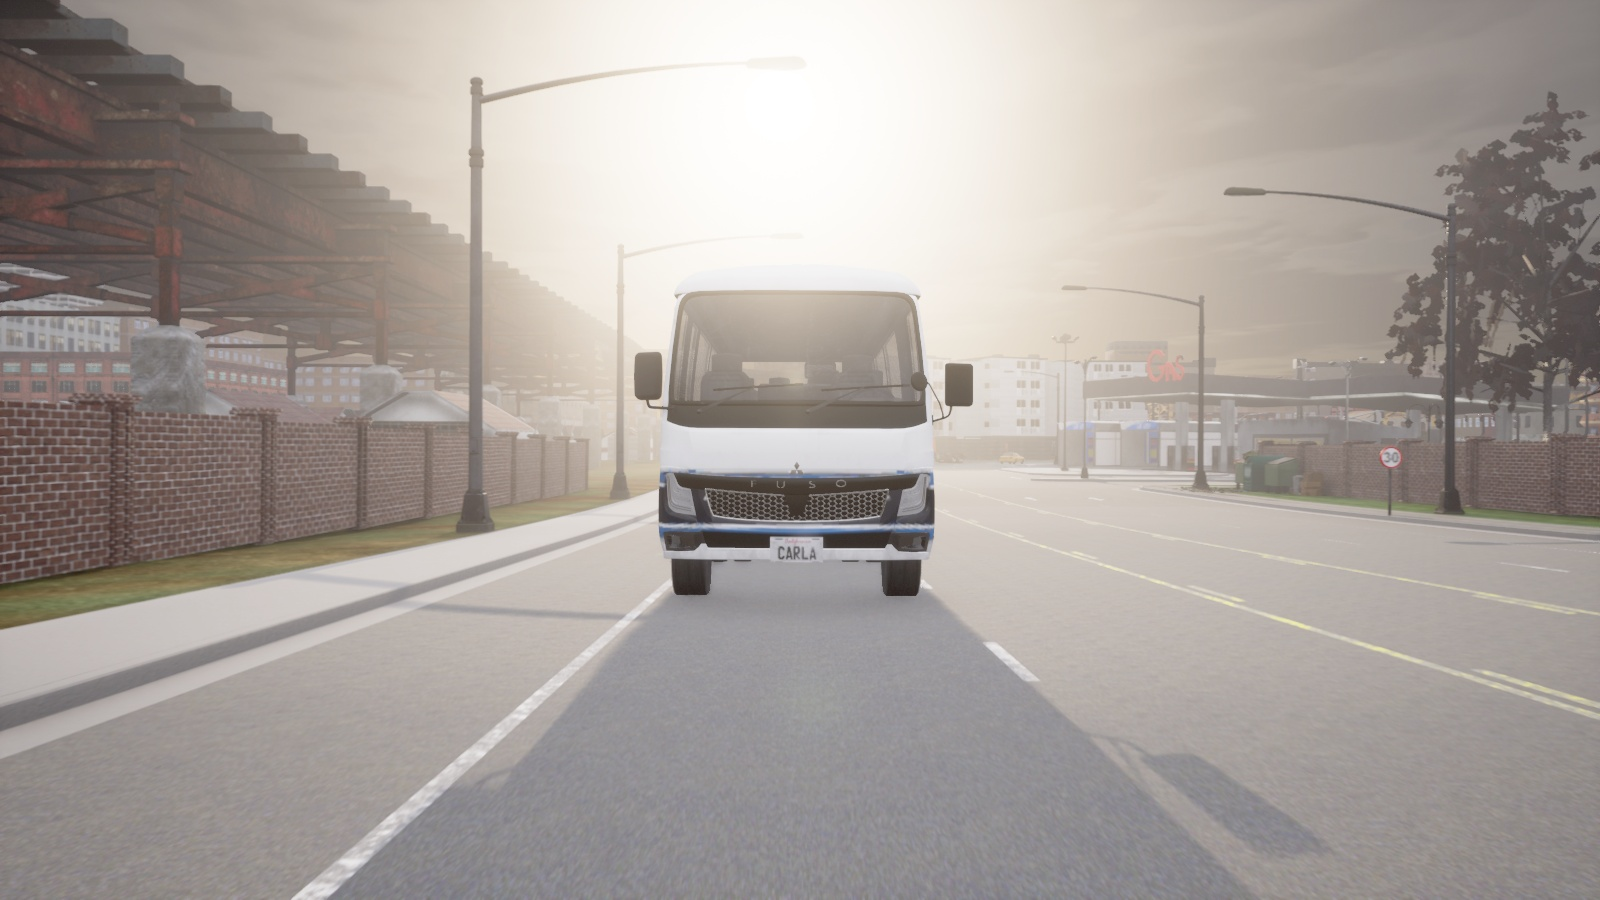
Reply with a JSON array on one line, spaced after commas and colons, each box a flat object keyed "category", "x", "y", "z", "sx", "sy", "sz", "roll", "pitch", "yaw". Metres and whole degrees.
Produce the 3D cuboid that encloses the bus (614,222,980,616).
[{"category": "bus", "x": -0.047, "y": -0.252, "z": 18.727, "sx": 3.944, "sy": 4.253, "sz": 10.273, "roll": 0, "pitch": -1, "yaw": 0}]
